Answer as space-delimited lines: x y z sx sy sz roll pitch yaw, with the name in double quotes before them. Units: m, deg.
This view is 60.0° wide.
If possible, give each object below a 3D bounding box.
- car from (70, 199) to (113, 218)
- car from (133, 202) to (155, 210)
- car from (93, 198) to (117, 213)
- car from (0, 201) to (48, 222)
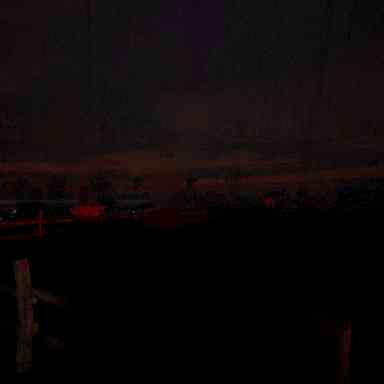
"car" -10.571 1.827 34.469 1.882 1.535 5.008 -1 -1 15
"car" -7.807 2.291 54.527 1.895 1.301 4.718 -1 -1 18
"car" -11.552 1.713 41.951 2.150 2.045 5.566 -1 -1 16
"car" -14.940 1.651 29.420 2.097 1.767 4.553 -1 -1 16
